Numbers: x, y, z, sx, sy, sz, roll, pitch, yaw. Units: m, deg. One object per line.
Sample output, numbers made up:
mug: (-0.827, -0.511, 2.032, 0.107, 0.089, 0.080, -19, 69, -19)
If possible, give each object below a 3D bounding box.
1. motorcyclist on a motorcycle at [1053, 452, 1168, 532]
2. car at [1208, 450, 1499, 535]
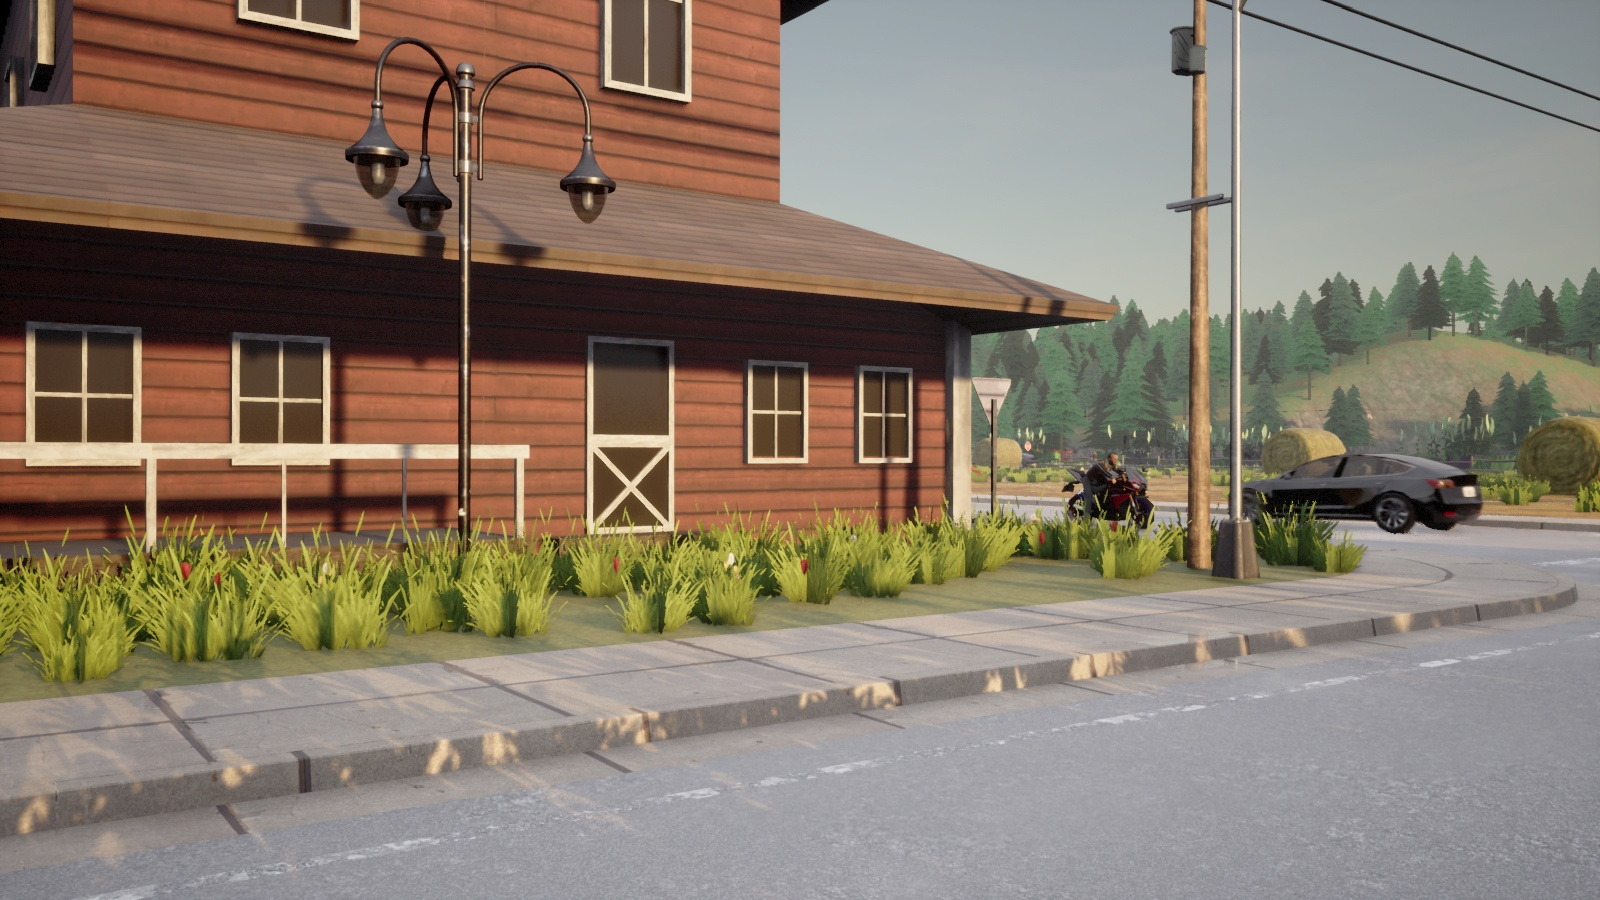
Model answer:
motorcyclist on a motorcycle: (6.203, 0.801, 25.174, 0.866, 1.530, 2.191, 0, 0, -36)
car: (10.761, 0.756, 24.727, 2.163, 1.488, 4.792, 0, 0, -37)
